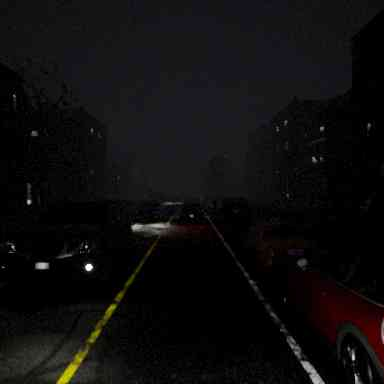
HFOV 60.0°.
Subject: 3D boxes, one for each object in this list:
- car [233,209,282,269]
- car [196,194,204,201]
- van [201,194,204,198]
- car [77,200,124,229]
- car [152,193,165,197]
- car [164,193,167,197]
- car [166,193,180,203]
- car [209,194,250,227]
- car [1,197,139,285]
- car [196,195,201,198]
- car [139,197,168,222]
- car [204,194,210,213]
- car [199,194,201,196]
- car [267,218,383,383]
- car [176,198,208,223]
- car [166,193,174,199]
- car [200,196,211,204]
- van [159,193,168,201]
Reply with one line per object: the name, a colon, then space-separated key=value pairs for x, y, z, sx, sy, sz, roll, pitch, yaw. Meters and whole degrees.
car: x=2.629 y=1.483 z=10.800 sx=1.752 sy=1.417 sz=4.829 roll=-1 pitch=0 yaw=0
car: x=1.893 y=1.230 z=78.486 sx=1.812 sy=1.442 sz=4.674 roll=0 pitch=0 yaw=0
van: x=2.431 y=1.175 z=43.919 sx=1.690 sy=1.788 sz=3.998 roll=-1 pitch=0 yaw=0
car: x=-5.816 y=1.364 z=21.675 sx=1.967 sy=1.590 sz=4.097 roll=-1 pitch=0 yaw=0
car: x=-6.012 y=1.350 z=54.965 sx=2.008 sy=1.369 sz=4.403 roll=-1 pitch=0 yaw=0
car: x=-6.080 y=1.073 z=66.060 sx=2.192 sy=1.841 sz=5.009 roll=-1 pitch=0 yaw=0
car: x=-3.396 y=1.323 z=64.418 sx=1.994 sy=1.385 sz=4.181 roll=0 pitch=0 yaw=0
car: x=2.562 y=1.232 z=21.726 sx=2.192 sy=1.841 sz=5.009 roll=-1 pitch=0 yaw=0
car: x=-3.151 y=1.189 z=9.718 sx=2.150 sy=2.045 sz=5.566 roll=0 pitch=0 yaw=0
car: x=-0.165 y=1.430 z=45.635 sx=1.895 sy=1.301 sz=4.718 roll=0 pitch=0 yaw=0
car: x=-3.205 y=1.384 z=25.837 sx=1.882 sy=1.535 sz=5.008 roll=0 pitch=0 yaw=0
car: x=2.498 y=1.316 z=32.823 sx=1.967 sy=1.590 sz=4.097 roll=-1 pitch=0 yaw=0
car: x=2.401 y=1.358 z=49.468 sx=1.887 sy=1.381 sz=4.507 roll=-1 pitch=0 yaw=0
car: x=2.663 y=1.419 z=5.082 sx=1.967 sy=1.590 sz=4.097 roll=-1 pitch=0 yaw=0
car: x=-0.037 y=1.433 z=24.822 sx=1.812 sy=1.442 sz=4.674 roll=0 pitch=0 yaw=0
car: x=-6.244 y=1.092 z=93.802 sx=1.967 sy=1.590 sz=4.097 roll=-1 pitch=0 yaw=0
car: x=2.336 y=1.353 z=60.565 sx=1.802 sy=1.307 sz=4.206 roll=-1 pitch=0 yaw=0
van: x=-6.113 y=1.078 z=71.608 sx=1.690 sy=1.788 sz=3.998 roll=-1 pitch=0 yaw=0
